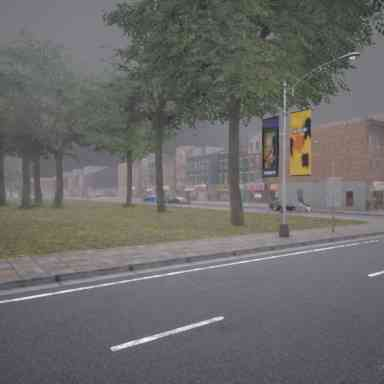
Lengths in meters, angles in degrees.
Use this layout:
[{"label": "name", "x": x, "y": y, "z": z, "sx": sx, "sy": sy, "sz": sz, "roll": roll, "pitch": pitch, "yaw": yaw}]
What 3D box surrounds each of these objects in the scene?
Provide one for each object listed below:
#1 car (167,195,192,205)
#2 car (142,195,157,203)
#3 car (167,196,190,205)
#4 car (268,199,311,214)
[{"label": "car", "x": -2.296, "y": 1.380, "z": 58.695, "sx": 2.128, "sy": 1.511, "sz": 4.902, "roll": 1, "pitch": 0, "yaw": -35}, {"label": "car", "x": -8.301, "y": 1.331, "z": 67.009, "sx": 1.882, "sy": 1.535, "sz": 5.008, "roll": 1, "pitch": 0, "yaw": -36}, {"label": "car", "x": -2.266, "y": 1.411, "z": 53.718, "sx": 1.812, "sy": 1.442, "sz": 4.674, "roll": 1, "pitch": 0, "yaw": -35}, {"label": "car", "x": 10.484, "y": 1.538, "z": 35.828, "sx": 2.128, "sy": 1.511, "sz": 4.902, "roll": 1, "pitch": 0, "yaw": -36}]
